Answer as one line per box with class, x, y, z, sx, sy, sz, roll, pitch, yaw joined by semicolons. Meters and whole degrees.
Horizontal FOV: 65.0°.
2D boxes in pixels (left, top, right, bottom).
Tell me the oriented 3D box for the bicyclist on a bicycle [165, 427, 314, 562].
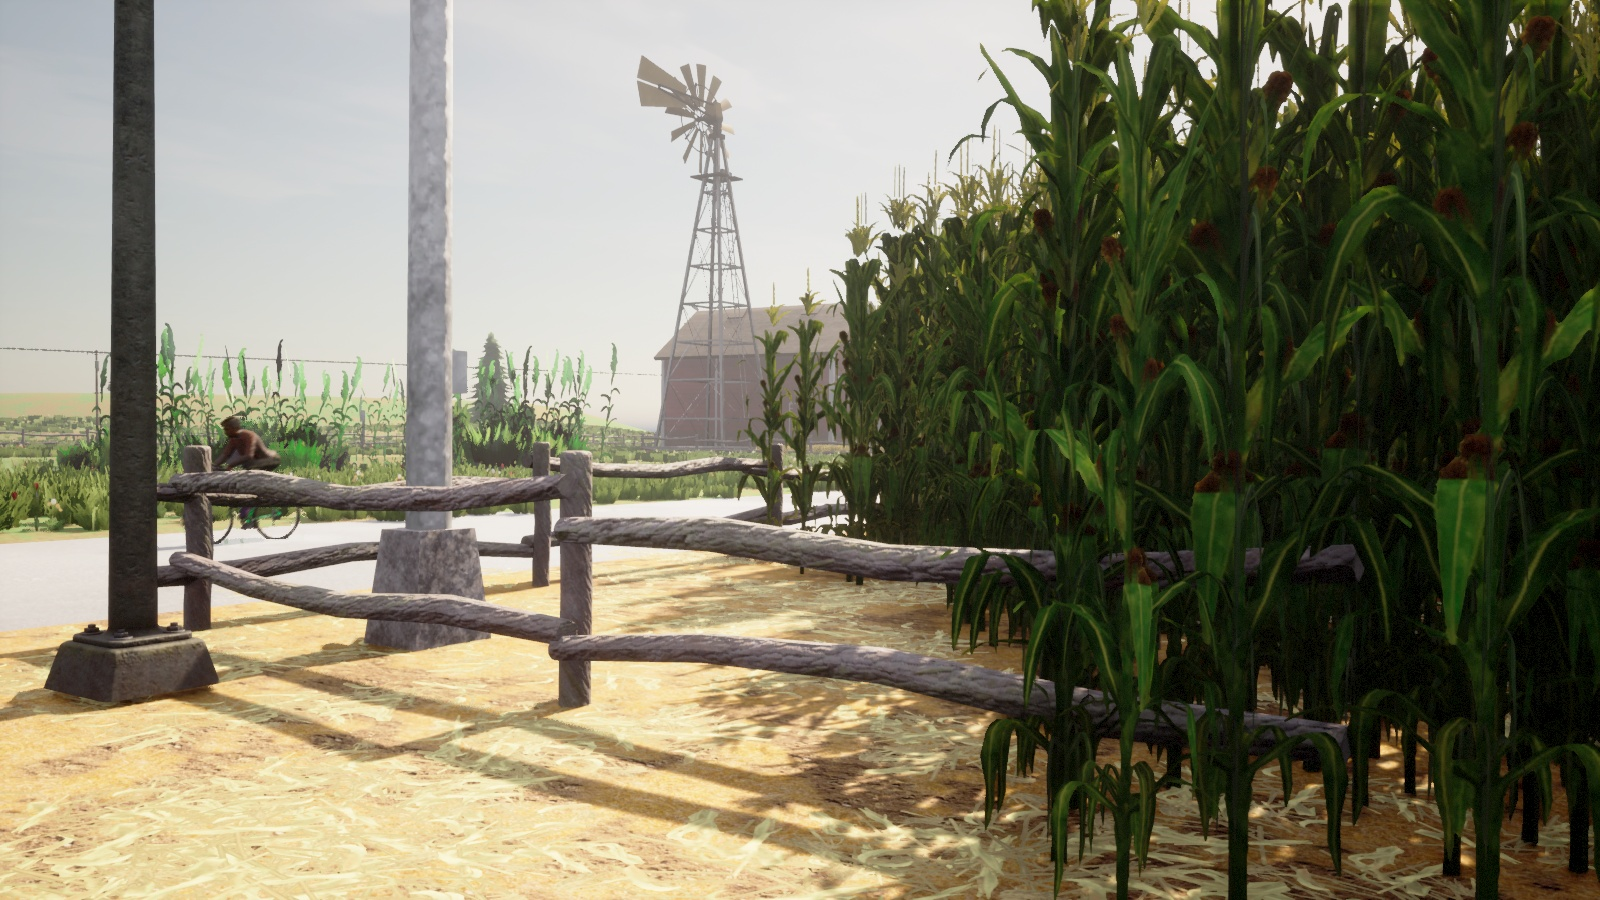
bicyclist on a bicycle;-7.161;0.529;16.117;0.582;1.620;1.656;0;1;34
